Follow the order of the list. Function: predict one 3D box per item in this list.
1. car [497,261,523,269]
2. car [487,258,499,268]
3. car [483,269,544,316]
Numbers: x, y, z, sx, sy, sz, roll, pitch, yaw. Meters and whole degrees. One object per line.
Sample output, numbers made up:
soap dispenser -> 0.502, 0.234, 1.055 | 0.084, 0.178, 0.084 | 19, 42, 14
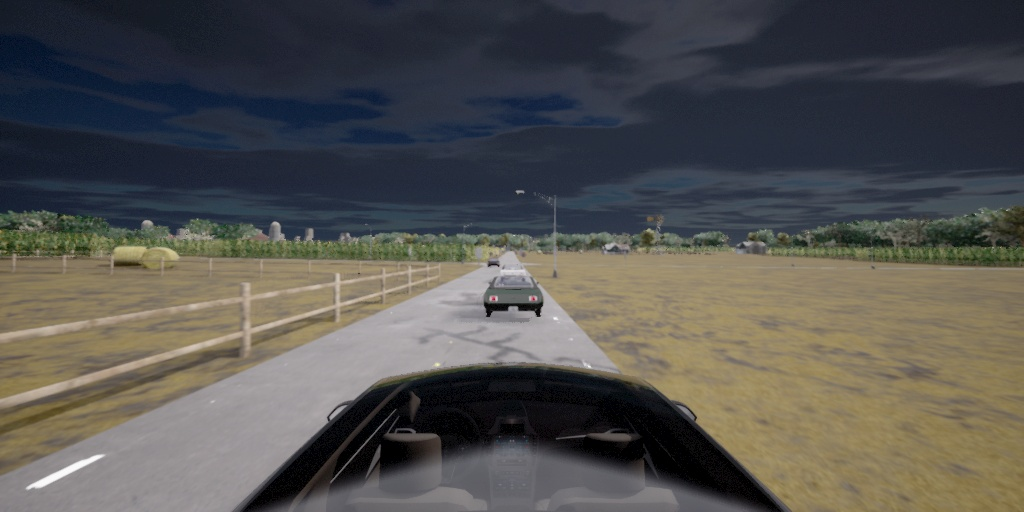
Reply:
car -> 0.056, 1.273, 28.171 | 1.895, 1.301, 4.718 | 0, 0, 0
car -> -2.803, 1.041, 55.575 | 2.033, 1.411, 5.357 | 0, 0, 1
car -> 0.059, 1.320, 13.133 | 1.895, 1.301, 4.718 | 0, 0, 0
